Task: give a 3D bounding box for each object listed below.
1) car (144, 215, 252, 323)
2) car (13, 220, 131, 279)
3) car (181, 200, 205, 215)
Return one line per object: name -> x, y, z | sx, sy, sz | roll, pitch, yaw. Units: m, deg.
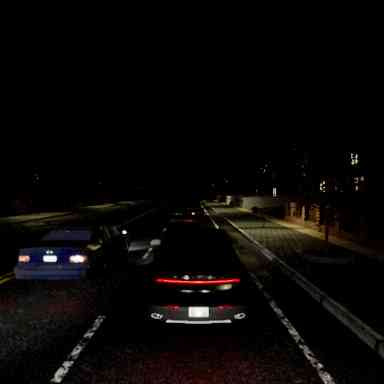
car -> 0.099, 1.510, 7.324 | 1.837, 1.490, 4.892 | 0, 0, 0
car -> -3.189, 1.553, 10.020 | 2.033, 1.411, 5.357 | 0, 0, 0
car -> 0.101, 1.528, 30.054 | 1.837, 1.490, 4.892 | 0, 0, 0
